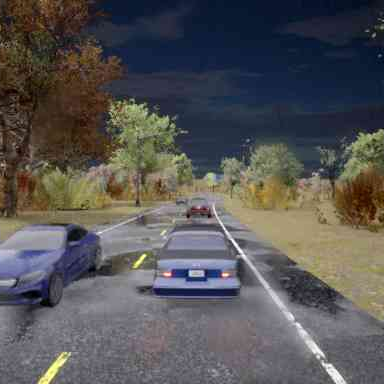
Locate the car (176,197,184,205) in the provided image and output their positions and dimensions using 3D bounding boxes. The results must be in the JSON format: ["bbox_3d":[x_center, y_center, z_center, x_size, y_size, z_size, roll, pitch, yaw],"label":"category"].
[{"bbox_3d":[-1.597,1.496,56.668,1.994,1.385,4.181,0,0,4],"label":"car"}]

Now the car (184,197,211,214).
[{"bbox_3d":[0.641,1.326,29.930,2.097,1.767,4.553,0,0,2],"label":"car"}]

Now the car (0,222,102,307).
[{"bbox_3d":[-3.552,1.520,8.099,1.812,1.442,4.674,0,0,1],"label":"car"}]

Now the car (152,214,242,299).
[{"bbox_3d":[0.139,1.542,8.622,2.033,1.411,5.357,0,0,1],"label":"car"}]
